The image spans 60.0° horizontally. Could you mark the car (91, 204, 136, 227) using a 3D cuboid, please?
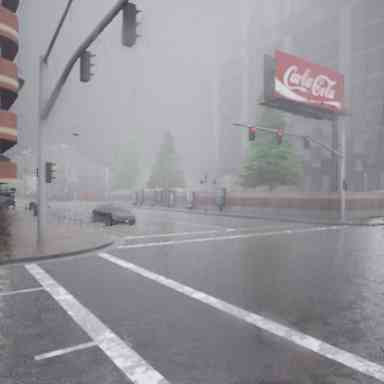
[{"bbox_3d":[-5.652,1.630,23.652,1.837,1.490,4.892,1,0,-36],"label":"car"}]

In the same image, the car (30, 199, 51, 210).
[{"bbox_3d":[-19.777,1.600,43.211,1.812,1.442,4.674,1,0,-36],"label":"car"}]
